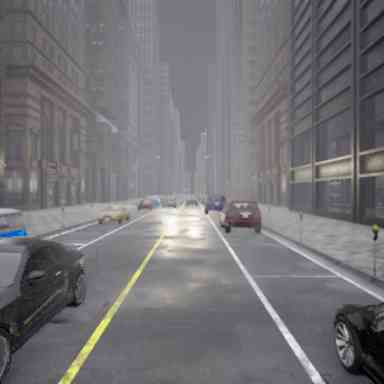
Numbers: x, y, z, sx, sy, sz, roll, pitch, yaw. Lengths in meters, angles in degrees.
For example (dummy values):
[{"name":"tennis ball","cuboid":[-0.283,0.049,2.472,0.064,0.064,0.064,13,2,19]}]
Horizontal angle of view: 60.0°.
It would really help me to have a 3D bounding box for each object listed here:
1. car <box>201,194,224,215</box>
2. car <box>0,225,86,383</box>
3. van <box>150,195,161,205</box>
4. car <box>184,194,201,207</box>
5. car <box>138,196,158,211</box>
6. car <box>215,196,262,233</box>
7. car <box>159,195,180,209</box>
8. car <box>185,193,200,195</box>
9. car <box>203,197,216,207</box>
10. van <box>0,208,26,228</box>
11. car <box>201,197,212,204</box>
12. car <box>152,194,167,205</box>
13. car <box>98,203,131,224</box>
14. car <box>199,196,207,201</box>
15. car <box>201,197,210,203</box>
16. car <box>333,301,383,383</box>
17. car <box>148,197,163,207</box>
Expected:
[{"name":"car","cuboid":[2.395,1.253,34.823,2.150,2.045,5.566,0,0,0]},{"name":"car","cuboid":[-3.101,1.528,5.292,1.812,1.442,4.674,0,0,0]},{"name":"van","cuboid":[-5.760,1.380,47.652,1.690,1.788,3.998,0,0,0]},{"name":"car","cuboid":[0.002,1.550,52.919,1.837,1.490,4.892,0,0,0]},{"name":"car","cuboid":[-5.761,1.578,42.033,1.887,1.381,4.507,0,0,0]},{"name":"car","cuboid":[2.764,1.326,19.570,2.192,1.841,5.009,0,0,0]},{"name":"car","cuboid":[-3.083,1.541,46.393,1.837,1.490,4.892,0,0,0]},{"name":"car","cuboid":[0.003,1.556,69.225,2.128,1.511,4.902,0,0,0]},{"name":"car","cuboid":[2.765,1.571,53.452,1.752,1.417,4.829,0,0,0]},{"name":"van","cuboid":[-5.761,1.345,8.324,1.690,1.788,3.998,0,0,0]},{"name":"car","cuboid":[2.765,1.640,64.520,1.802,1.307,4.206,0,0,0]},{"name":"car","cuboid":[-5.760,1.367,58.889,2.192,1.841,5.009,0,0,0]},{"name":"car","cuboid":[-5.761,1.541,25.008,1.752,1.417,4.829,0,0,0]},{"name":"car","cuboid":[2.765,1.657,86.995,1.947,1.339,4.313,0,0,0]},{"name":"car","cuboid":[2.765,1.647,70.138,1.802,1.307,4.206,0,0,0]},{"name":"car","cuboid":[2.764,1.567,2.713,1.947,1.339,4.313,0,0,0]},{"name":"car","cuboid":[-5.760,1.596,53.270,2.008,1.369,4.403,0,0,0]}]
